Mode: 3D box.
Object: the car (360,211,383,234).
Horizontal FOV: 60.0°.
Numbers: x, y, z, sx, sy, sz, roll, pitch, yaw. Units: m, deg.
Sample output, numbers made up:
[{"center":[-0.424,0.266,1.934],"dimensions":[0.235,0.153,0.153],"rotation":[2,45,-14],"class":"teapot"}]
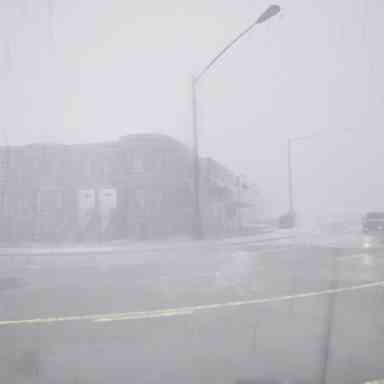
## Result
[{"center":[13.165,2.143,23.593],"dimensions":[1.837,1.490,4.892],"rotation":[-2,-2,26],"class":"car"}]
